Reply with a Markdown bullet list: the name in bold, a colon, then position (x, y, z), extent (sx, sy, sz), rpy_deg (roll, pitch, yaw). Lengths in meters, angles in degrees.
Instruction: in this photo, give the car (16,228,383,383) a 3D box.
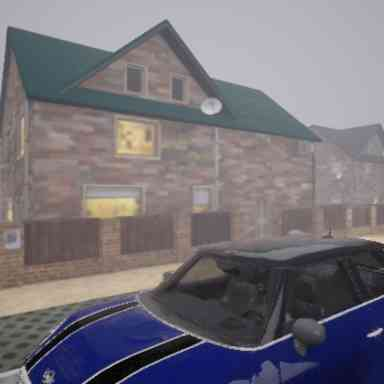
- **car**: position (0.655, 1.352, 3.537), extent (4.553, 1.767, 2.097), rpy_deg (0, 0, -35)
